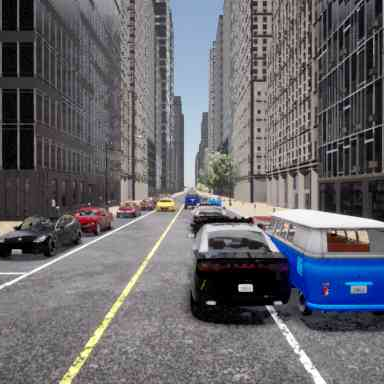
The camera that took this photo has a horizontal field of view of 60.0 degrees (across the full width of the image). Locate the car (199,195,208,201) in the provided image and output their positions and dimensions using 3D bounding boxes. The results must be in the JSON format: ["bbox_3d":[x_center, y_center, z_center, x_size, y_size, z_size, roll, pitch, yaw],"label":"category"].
[{"bbox_3d":[2.848,1.495,81.296,2.008,1.369,4.403,0,0,0],"label":"car"}]

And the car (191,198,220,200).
[{"bbox_3d":[0.948,1.452,24.313,1.801,1.575,5.366,0,0,0],"label":"car"}]

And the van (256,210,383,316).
[{"bbox_3d":[2.701,1.340,7.235,1.690,1.788,3.998,0,0,0],"label":"van"}]

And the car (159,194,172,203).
[{"bbox_3d":[-5.556,1.274,69.918,2.192,1.841,5.009,0,0,0],"label":"car"}]

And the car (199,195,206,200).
[{"bbox_3d":[2.870,1.476,92.690,2.008,1.369,4.403,0,0,0],"label":"car"}]

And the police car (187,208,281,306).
[{"bbox_3d":[0.917,1.424,8.233,1.930,1.638,5.238,0,0,0],"label":"police car"}]

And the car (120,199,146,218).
[{"bbox_3d":[-5.634,1.576,30.040,1.802,1.307,4.206,0,0,0],"label":"car"}]

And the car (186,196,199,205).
[{"bbox_3d":[0.117,1.463,59.168,2.128,1.511,4.902,0,0,0],"label":"car"}]

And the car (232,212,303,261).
[{"bbox_3d":[2.713,1.580,12.931,1.802,1.307,4.206,0,0,0],"label":"car"}]

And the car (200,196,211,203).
[{"bbox_3d":[2.825,1.510,69.901,2.008,1.369,4.403,0,0,0],"label":"car"}]

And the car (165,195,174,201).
[{"bbox_3d":[-5.532,1.526,81.313,1.802,1.307,4.206,0,0,0],"label":"car"}]

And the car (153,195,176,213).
[{"bbox_3d":[-2.926,1.467,37.780,1.882,1.535,5.008,0,0,0],"label":"car"}]

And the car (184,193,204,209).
[{"bbox_3d":[0.093,1.206,44.894,2.150,2.045,5.566,0,0,0],"label":"car"}]

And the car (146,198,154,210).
[{"bbox_3d":[-5.612,1.569,41.434,1.802,1.307,4.206,0,0,0],"label":"car"}]

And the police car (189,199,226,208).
[{"bbox_3d":[0.936,1.423,18.233,1.930,1.638,5.238,0,0,0],"label":"police car"}]

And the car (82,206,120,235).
[{"bbox_3d":[-5.656,1.542,18.645,1.887,1.381,4.507,0,0,0],"label":"car"}]

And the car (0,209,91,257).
[{"bbox_3d":[-5.668,1.564,12.948,1.947,1.339,4.313,0,0,0],"label":"car"}]

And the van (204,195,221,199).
[{"bbox_3d":[2.768,1.329,41.416,1.690,1.788,3.998,0,0,0],"label":"van"}]
